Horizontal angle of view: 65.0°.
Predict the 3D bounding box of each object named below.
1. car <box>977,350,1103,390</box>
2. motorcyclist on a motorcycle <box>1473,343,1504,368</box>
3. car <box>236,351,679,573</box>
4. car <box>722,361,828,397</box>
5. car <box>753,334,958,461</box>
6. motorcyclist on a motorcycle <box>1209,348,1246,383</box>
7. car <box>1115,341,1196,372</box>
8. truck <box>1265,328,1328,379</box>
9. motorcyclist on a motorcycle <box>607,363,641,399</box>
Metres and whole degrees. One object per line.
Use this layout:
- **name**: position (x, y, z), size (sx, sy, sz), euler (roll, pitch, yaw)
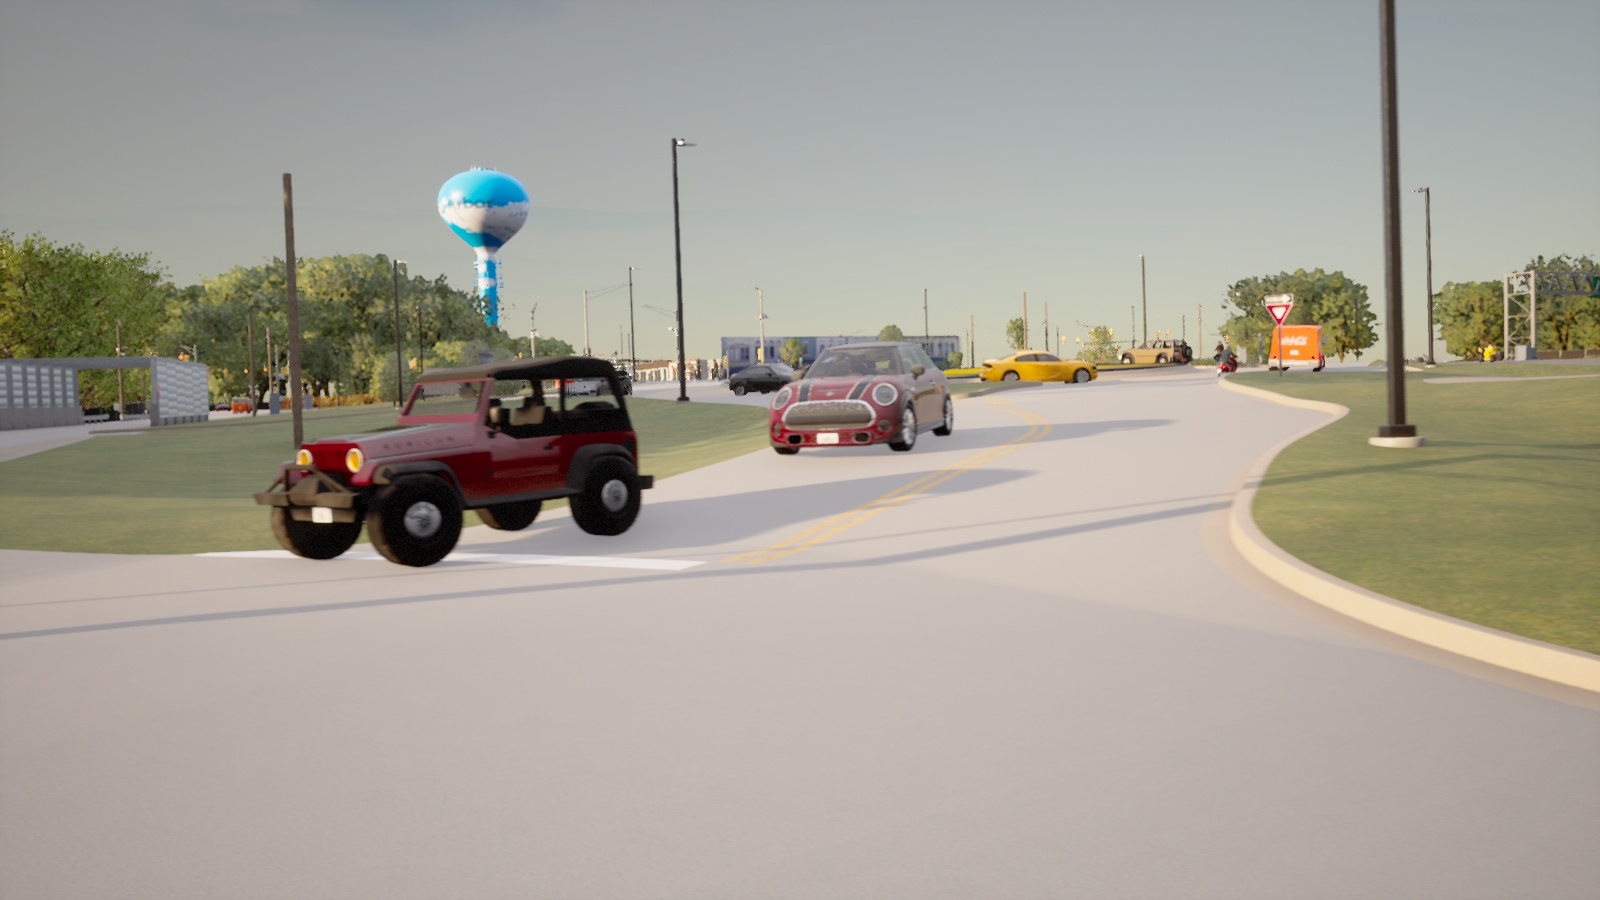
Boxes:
- **car**: position (10.234, -3.432, 53.723), size (5.008, 1.535, 1.882), euler (-2, 5, -4)
- **motorcyclist on a motorcycle**: position (41.819, -5.721, 76.314), size (0.797, 1.523, 2.044), euler (0, 4, 4)
- **car**: position (-3.297, -0.009, 12.712), size (1.905, 1.878, 3.866), euler (0, 3, 38)
- **car**: position (-1.138, -3.181, 56.464), size (4.674, 1.442, 1.812), euler (2, 8, 41)
- **car**: position (1.050, -0.942, 20.365), size (2.097, 1.767, 4.553), euler (-1, 5, 18)
- **motorcyclist on a motorcycle**: position (19.978, -3.951, 58.676), size (1.817, 1.590, 0.866), euler (-4, 7, -44)
- **car**: position (22.018, -5.812, 77.894), size (1.932, 1.855, 4.605), euler (-2, 5, -34)
- **truck**: position (26.413, -5.165, 66.697), size (2.627, 2.467, 5.204), euler (4, 7, 25)
- **motorcyclist on a motorcycle**: position (-8.016, -3.122, 57.157), size (0.866, 1.590, 1.817), euler (-1, 2, -31)
